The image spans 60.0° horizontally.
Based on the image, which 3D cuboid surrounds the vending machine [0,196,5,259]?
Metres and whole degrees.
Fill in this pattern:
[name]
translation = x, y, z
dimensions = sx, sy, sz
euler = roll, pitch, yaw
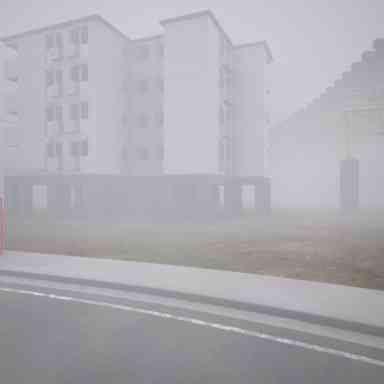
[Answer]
[vending machine]
translation = -6.995, 1.195, 10.984
dimensions = 0.880, 2.100, 1.100
euler = 0, 0, 21
